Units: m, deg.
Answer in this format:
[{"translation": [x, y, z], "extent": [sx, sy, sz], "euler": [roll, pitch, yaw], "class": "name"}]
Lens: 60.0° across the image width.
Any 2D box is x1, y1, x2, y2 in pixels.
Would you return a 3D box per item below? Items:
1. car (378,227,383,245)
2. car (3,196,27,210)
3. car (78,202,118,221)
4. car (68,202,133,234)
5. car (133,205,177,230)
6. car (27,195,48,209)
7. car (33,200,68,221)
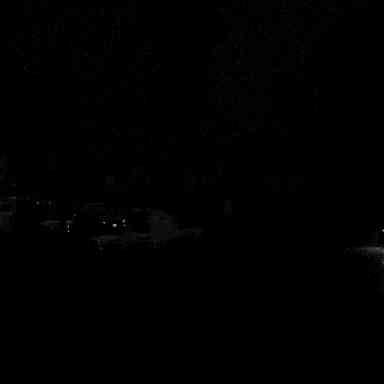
[{"translation": [10.145, 1.707, 14.749], "extent": [4.181, 1.385, 1.994], "euler": [1, 0, -34], "class": "car"}, {"translation": [-24.303, 1.624, 45.001], "extent": [2.128, 1.511, 4.902], "euler": [1, -1, -37], "class": "car"}, {"translation": [-8.469, 1.655, 29.763], "extent": [1.812, 1.442, 4.674], "euler": [1, 0, -37], "class": "car"}, {"translation": [-5.724, 1.593, 20.338], "extent": [1.837, 1.490, 4.892], "euler": [1, 0, -37], "class": "car"}, {"translation": [-2.862, 1.642, 22.356], "extent": [1.812, 1.442, 4.674], "euler": [1, 0, -37], "class": "car"}, {"translation": [-21.073, 1.510, 46.520], "extent": [2.097, 1.767, 4.553], "euler": [1, 0, -37], "class": "car"}, {"translation": [-11.760, 1.667, 28.312], "extent": [1.994, 1.385, 4.181], "euler": [1, 0, -37], "class": "car"}]
